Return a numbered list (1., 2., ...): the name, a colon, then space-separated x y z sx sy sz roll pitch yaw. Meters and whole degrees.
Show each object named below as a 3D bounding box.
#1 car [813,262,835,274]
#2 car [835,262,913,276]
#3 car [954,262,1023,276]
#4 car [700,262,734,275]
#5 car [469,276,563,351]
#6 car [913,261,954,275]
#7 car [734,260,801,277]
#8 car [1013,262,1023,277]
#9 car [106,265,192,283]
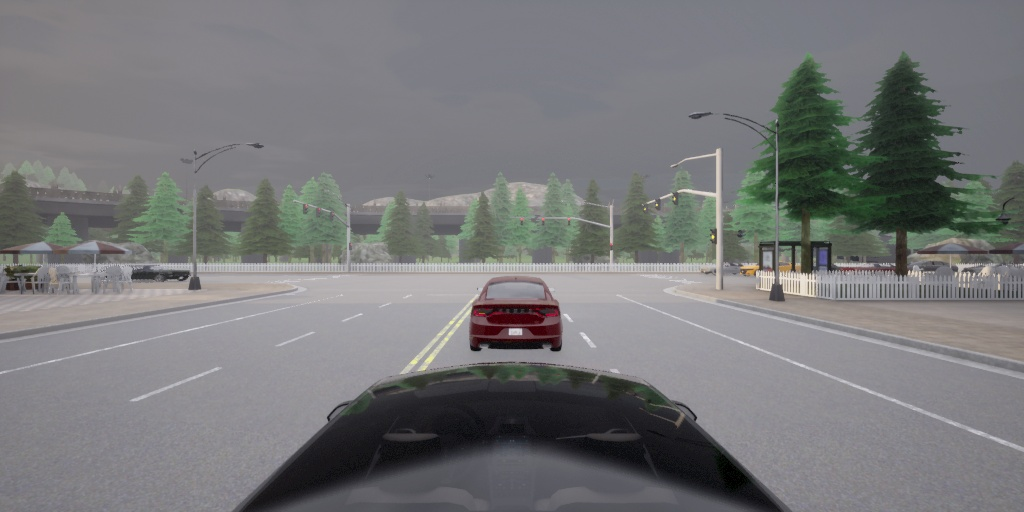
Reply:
1. car: 31.050 1.295 36.498 4.718 1.301 1.895 0 0 2
2. car: 33.121 1.295 32.923 4.718 1.301 1.895 0 0 2
3. car: 43.003 1.258 31.776 4.181 1.385 1.994 0 0 14
4. car: 21.881 1.295 36.646 4.718 1.301 1.895 0 0 1
5. car: 0.103 1.228 8.989 1.882 1.535 5.008 0 0 1
6. car: 40.969 1.199 35.696 4.892 1.490 1.837 0 0 10
7. car: 23.817 1.172 33.115 5.008 1.535 1.882 0 0 1
8. car: 50.983 1.242 33.042 5.357 1.411 2.033 0 0 22
9. car: -26.480 1.295 26.284 4.718 1.301 1.895 0 0 0
